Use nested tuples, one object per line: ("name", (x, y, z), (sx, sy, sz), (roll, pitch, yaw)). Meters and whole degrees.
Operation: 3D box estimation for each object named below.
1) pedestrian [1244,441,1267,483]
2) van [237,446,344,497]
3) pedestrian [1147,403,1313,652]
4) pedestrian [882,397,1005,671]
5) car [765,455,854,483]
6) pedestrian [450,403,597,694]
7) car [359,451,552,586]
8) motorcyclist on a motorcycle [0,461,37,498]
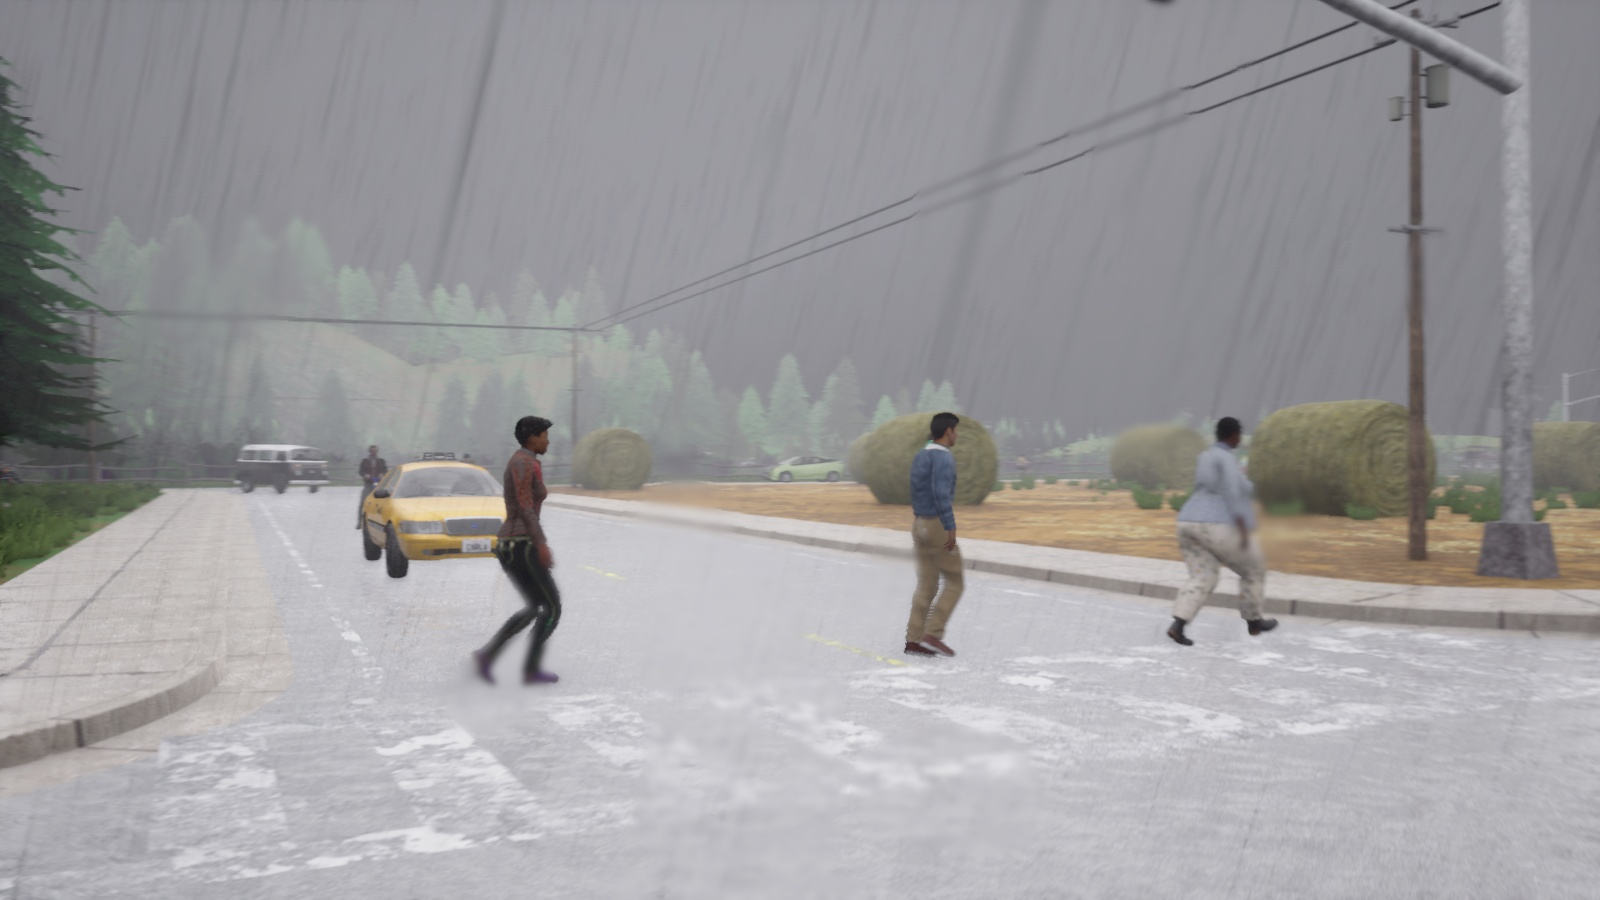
("pedestrian", (21.634, 0.557, 59.660), (0.659, 1.952, 0.873), (0, 0, -9))
("van", (-21.274, 0.886, 52.388), (4.480, 2.038, 2.069), (0, -1, 37))
("pedestrian", (3.357, 0.580, 9.874), (0.900, 1.855, 0.874), (0, 0, -12))
("pedestrian", (1.062, 0.598, 9.295), (0.788, 1.949, 0.423), (0, 0, -23))
("car", (0.526, 1.035, 69.477), (4.514, 1.525, 2.007), (0, 0, -21))
("pedestrian", (-1.784, 0.610, 8.104), (0.869, 1.805, 0.328), (0, 0, -23))
("car", (-4.978, 0.823, 17.572), (1.801, 1.575, 5.366), (0, 0, -24))
("motorcyclist on a motorcycle", (-33.320, 1.242, 52.578), (2.191, 1.530, 0.866), (0, 0, -21))
